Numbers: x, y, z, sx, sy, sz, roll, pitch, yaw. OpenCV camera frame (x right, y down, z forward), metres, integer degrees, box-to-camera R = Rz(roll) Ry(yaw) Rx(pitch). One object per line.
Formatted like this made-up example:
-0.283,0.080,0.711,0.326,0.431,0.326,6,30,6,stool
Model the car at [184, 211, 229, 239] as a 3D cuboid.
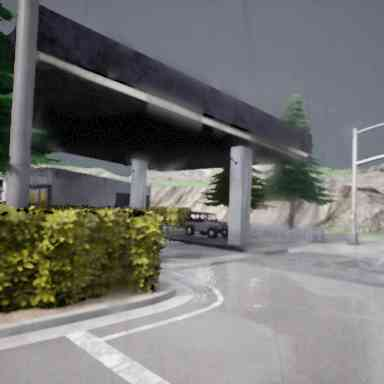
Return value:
1.161,2.448,25.070,1.905,1.878,3.866,4,-3,-44,car
